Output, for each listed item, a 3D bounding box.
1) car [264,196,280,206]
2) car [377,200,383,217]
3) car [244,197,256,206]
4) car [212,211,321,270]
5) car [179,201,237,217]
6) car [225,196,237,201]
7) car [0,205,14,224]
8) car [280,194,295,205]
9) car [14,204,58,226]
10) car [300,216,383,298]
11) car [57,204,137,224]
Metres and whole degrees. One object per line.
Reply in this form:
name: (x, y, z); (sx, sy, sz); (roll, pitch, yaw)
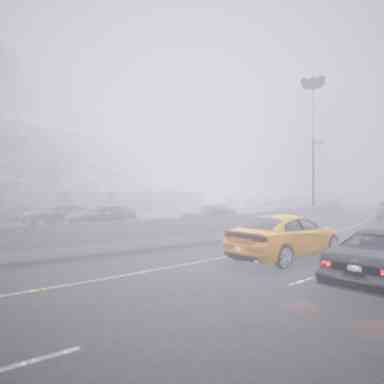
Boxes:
car: (13.622, 1.482, 58.080); (2.097, 1.767, 4.553); (0, 0, 11)
car: (16.803, 1.382, 27.898); (2.097, 1.767, 4.553); (0, 0, 33)
car: (10.465, 1.661, 60.214); (1.837, 1.490, 4.892); (0, 0, 10)
car: (3.182, 1.503, 11.346); (5.008, 1.535, 1.882); (0, 0, -42)
car: (1.343, 1.618, 24.630); (2.033, 1.411, 5.357); (0, 0, 41)
car: (7.341, 1.525, 63.012); (2.097, 1.767, 4.553); (0, 0, 8)
car: (-13.395, 1.684, 24.885); (4.181, 1.385, 1.994); (0, 0, -40)
car: (17.902, 1.355, 62.799); (2.150, 2.045, 5.566); (0, 0, 7)
car: (-9.499, 1.608, 23.621); (4.892, 1.490, 1.837); (0, 0, -43)
car: (5.082, 1.557, 8.259); (5.357, 1.411, 2.033); (0, 0, -42)
car: (-5.978, 1.592, 22.114); (4.892, 1.490, 1.837); (0, 0, -44)
